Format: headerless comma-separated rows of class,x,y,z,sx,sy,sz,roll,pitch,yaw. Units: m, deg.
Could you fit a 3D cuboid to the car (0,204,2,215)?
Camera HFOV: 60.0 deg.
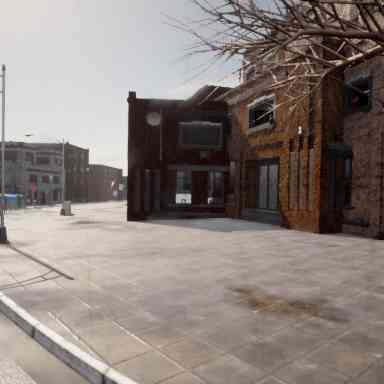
car,-19.915,1.541,31.612,1.837,1.490,4.892,1,0,-4
